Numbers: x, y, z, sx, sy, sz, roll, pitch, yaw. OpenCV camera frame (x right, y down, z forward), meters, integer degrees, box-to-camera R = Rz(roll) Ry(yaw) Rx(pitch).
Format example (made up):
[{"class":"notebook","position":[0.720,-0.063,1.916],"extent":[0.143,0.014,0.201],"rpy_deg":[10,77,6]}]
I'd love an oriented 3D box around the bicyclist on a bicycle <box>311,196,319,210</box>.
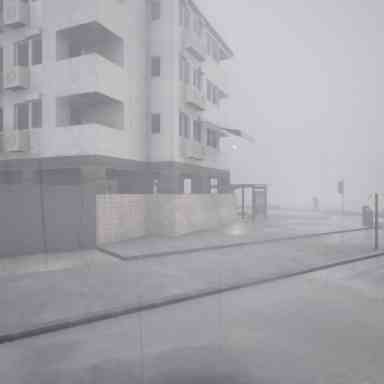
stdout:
[{"class":"bicyclist on a bicycle","position":[14.652,1.349,39.554],"extent":[1.656,1.620,0.582],"rpy_deg":[0,0,-35]}]
